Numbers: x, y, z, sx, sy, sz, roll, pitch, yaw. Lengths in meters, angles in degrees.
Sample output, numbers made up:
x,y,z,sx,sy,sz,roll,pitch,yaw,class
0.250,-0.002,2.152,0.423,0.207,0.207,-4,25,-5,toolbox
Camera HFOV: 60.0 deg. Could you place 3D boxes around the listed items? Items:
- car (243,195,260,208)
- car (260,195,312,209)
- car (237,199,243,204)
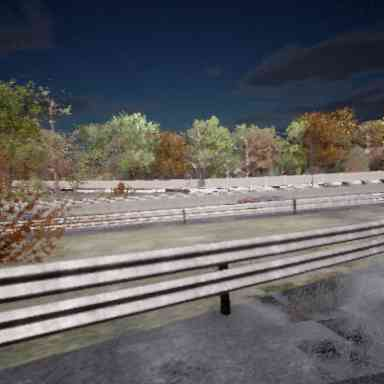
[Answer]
x,y,z,sx,sy,sz,roll,pitch,yaw,class
9.082,1.055,38.006,5.357,1.411,2.033,-4,2,-15,car
10.106,1.052,34.656,4.902,1.511,2.128,-4,2,-15,car
8.113,1.052,41.373,4.718,1.301,1.895,-4,2,-15,car
